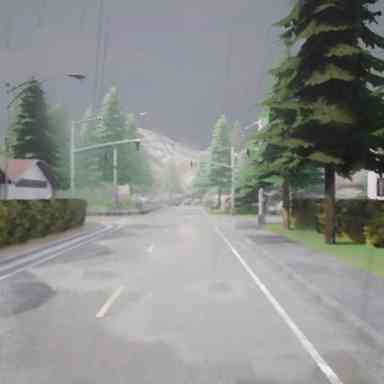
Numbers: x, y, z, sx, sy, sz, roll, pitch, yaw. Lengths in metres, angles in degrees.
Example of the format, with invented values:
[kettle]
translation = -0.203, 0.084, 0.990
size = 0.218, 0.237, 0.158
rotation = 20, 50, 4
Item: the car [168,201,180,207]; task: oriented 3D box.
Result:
[car]
translation = -4.034, 2.570, 72.587
size = 1.994, 1.385, 4.181
rotation = 0, -1, -16
